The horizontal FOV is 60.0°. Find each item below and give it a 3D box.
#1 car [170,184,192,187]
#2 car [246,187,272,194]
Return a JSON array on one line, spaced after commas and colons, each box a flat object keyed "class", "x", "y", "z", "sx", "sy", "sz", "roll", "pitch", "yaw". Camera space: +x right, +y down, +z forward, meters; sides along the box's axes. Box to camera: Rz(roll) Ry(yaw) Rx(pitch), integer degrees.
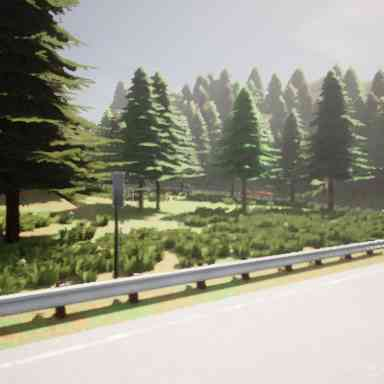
[{"class": "car", "x": -1.399, "y": -0.616, "z": 52.014, "sx": 4.718, "sy": 1.301, "sz": 1.895, "roll": 5, "pitch": 1, "yaw": 9}, {"class": "car", "x": 9.061, "y": 0.165, "z": 45.739, "sx": 4.553, "sy": 1.767, "sz": 2.097, "roll": 6, "pitch": 3, "yaw": 26}]
